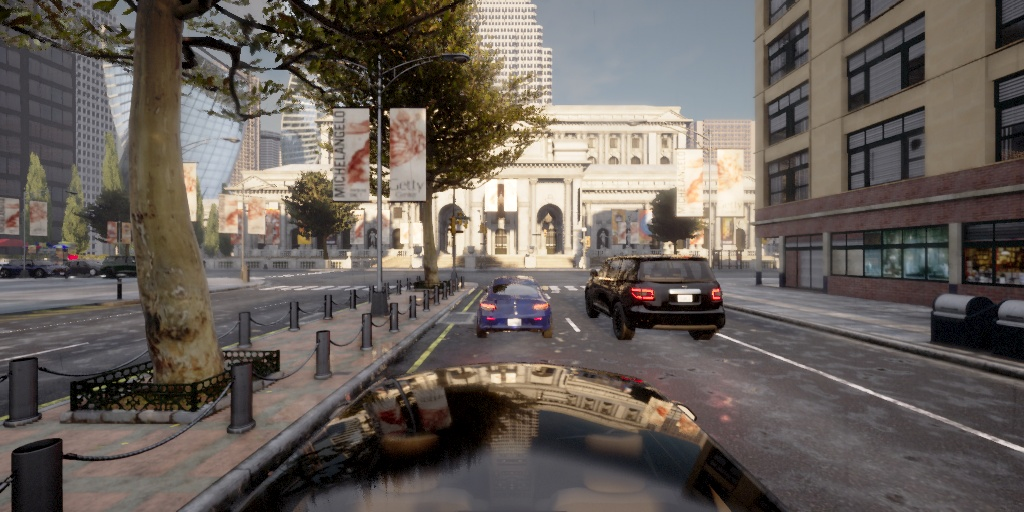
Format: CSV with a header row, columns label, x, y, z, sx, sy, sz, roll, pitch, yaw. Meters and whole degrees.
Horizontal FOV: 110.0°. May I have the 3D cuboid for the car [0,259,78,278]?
label,x,y,z,sx,sy,sz,roll,pitch,yaw
car,-45.075,1.102,34.076,4.553,1.767,2.097,0,0,-2

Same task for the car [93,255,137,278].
label,x,y,z,sx,sy,sz,roll,pitch,yaw
car,-35.664,0.971,34.155,5.566,2.045,2.150,0,0,0

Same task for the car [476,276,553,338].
label,x,y,z,sx,sy,sz,roll,pitch,yaw
car,0.074,1.276,10.089,1.812,1.442,4.674,0,0,0

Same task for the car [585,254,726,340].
label,x,y,z,sx,sy,sz,roll,pitch,yaw
car,3.580,0.971,10.099,2.150,2.045,5.566,0,0,0

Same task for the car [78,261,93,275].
label,x,y,z,sx,sy,sz,roll,pitch,yaw
car,-44.446,1.255,37.599,4.892,1.490,1.837,0,0,-1
